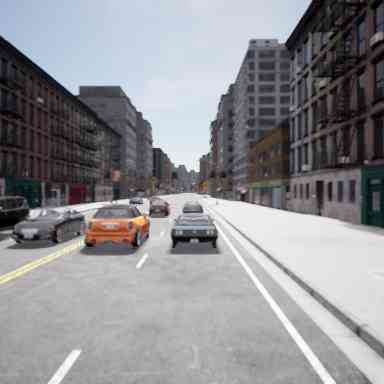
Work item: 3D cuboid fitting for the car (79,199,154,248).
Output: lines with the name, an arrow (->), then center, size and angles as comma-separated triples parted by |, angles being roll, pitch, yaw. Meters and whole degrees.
car -> -3.151, 1.359, 14.950 | 2.097, 1.767, 4.553 | 0, 0, 0

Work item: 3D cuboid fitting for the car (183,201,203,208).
car -> 0.098, 1.587, 32.372 | 1.994, 1.385, 4.181 | 0, 0, 0

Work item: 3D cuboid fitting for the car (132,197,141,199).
car -> -9.785, 1.598, 58.538 | 2.033, 1.411, 5.357 | 0, 0, 1

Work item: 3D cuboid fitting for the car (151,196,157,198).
car -> -6.543, 1.558, 58.698 | 1.837, 1.490, 4.892 | 0, 0, 1

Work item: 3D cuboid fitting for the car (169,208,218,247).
car -> 0.101, 1.608, 15.122 | 1.895, 1.301, 4.718 | 0, 0, 0

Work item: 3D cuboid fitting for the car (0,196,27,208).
car -> -9.849, 1.230, 15.934 | 2.150, 2.045, 5.566 | 0, 0, 0

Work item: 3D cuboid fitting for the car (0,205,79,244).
car -> -6.600, 1.499, 15.876 | 2.128, 1.511, 4.902 | 0, 0, 0

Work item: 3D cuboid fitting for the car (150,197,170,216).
car -> -3.151, 1.549, 32.831 | 1.812, 1.442, 4.674 | 0, 0, 0
